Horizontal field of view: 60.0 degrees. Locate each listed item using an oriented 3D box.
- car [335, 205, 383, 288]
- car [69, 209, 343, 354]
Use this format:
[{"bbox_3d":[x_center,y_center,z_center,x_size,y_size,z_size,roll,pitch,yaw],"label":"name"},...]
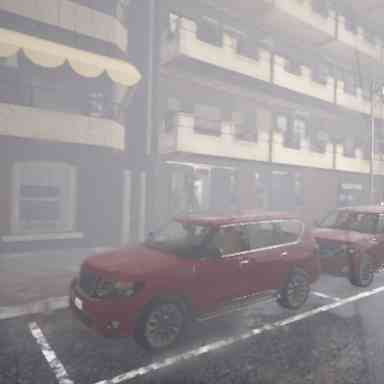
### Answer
[{"bbox_3d":[4.894,1.347,9.557,5.009,1.841,2.192,0,1,-35],"label":"car"},{"bbox_3d":[0.391,1.328,6.347,5.009,1.841,2.192,0,1,-35],"label":"car"}]
